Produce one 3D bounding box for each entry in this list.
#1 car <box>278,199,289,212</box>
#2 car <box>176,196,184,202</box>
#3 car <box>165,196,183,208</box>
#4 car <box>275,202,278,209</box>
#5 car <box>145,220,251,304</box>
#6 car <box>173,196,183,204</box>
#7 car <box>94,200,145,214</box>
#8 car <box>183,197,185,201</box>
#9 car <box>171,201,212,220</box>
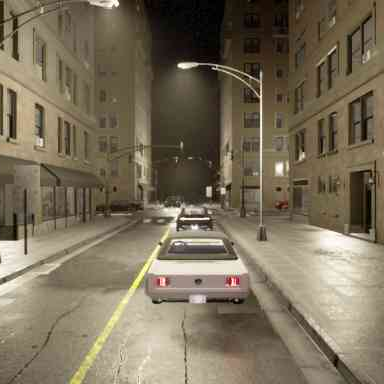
[{"bbox_3d":[12.316,1.518,36.001,4.902,1.511,2.128,0,0,0],"label":"car"},{"bbox_3d":[-2.734,1.614,77.946,1.812,1.442,4.674,0,0,0],"label":"car"},{"bbox_3d":[-2.834,1.397,48.979,2.097,1.767,4.553,0,0,0],"label":"car"},{"bbox_3d":[12.275,1.353,38.536,5.009,1.841,2.192,0,0,0],"label":"car"},{"bbox_3d":[0.106,1.602,8.074,1.895,1.301,4.718,0,0,0],"label":"car"},{"bbox_3d":[-2.754,1.581,67.658,1.837,1.490,4.892,0,0,1],"label":"car"},{"bbox_3d":[-7.749,1.576,35.947,5.357,1.411,2.033,0,0,0],"label":"car"},{"bbox_3d":[-2.819,1.551,58.190,2.128,1.511,4.902,0,0,0],"label":"car"},{"bbox_3d":[0.109,1.498,18.295,2.128,1.511,4.902,0,0,-1],"label":"car"}]
